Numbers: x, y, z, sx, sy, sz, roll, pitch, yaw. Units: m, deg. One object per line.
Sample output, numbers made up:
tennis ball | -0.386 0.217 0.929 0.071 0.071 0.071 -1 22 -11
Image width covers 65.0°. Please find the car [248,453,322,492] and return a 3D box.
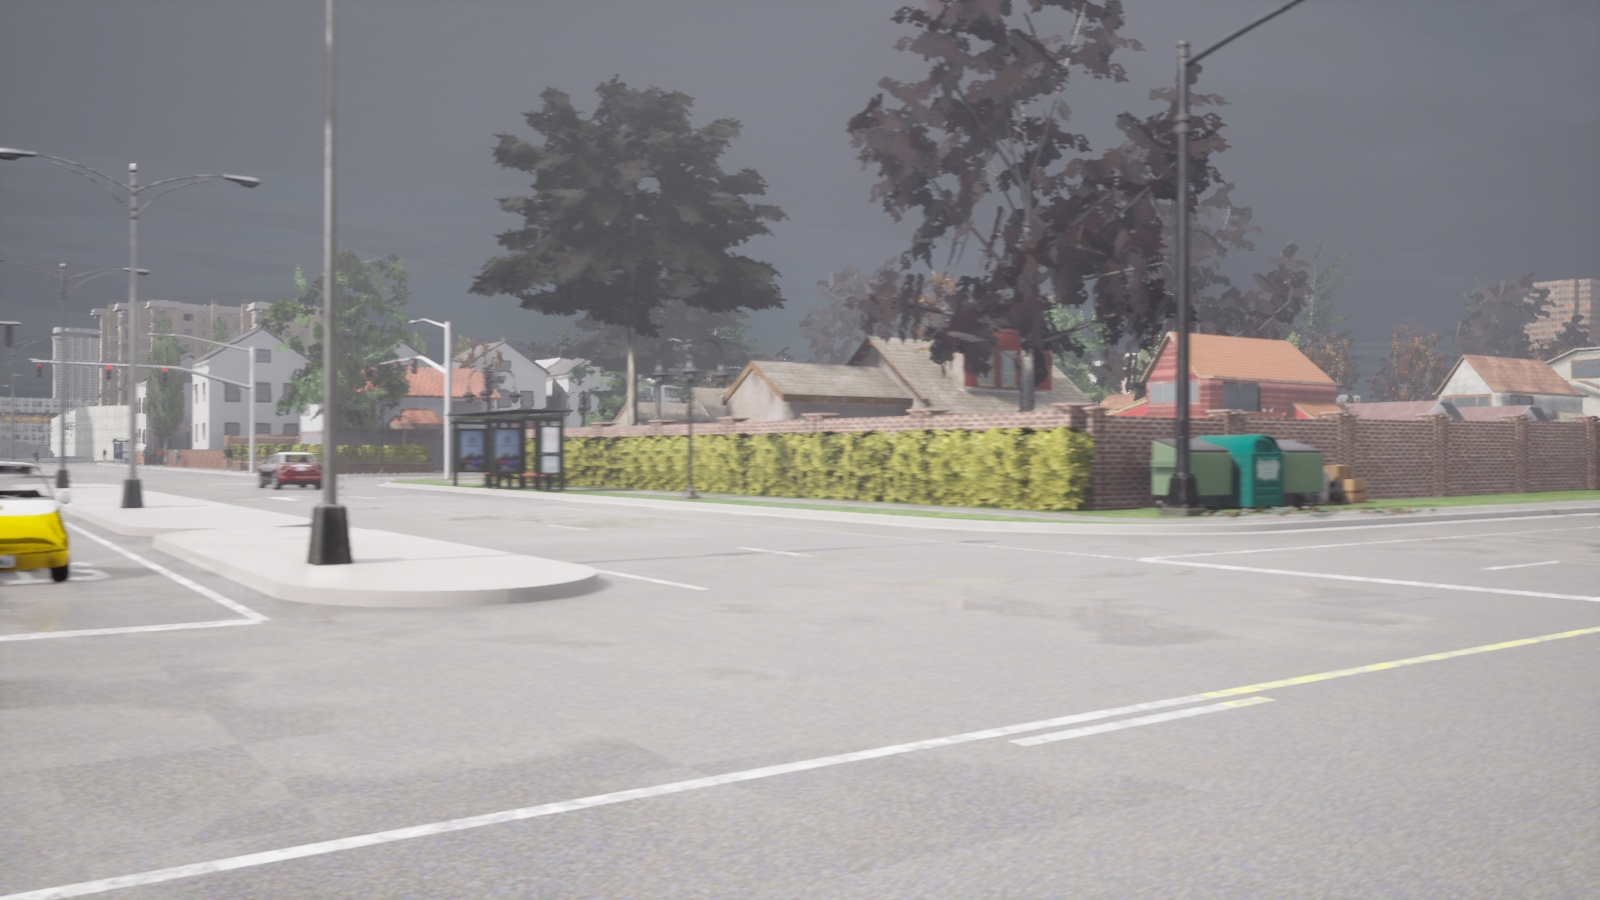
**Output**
car | -20.721 0.878 50.430 1.970 1.475 3.806 0 0 -35

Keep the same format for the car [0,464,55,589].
car | -9.605 0.855 14.571 1.481 1.376 2.207 0 -1 -35
